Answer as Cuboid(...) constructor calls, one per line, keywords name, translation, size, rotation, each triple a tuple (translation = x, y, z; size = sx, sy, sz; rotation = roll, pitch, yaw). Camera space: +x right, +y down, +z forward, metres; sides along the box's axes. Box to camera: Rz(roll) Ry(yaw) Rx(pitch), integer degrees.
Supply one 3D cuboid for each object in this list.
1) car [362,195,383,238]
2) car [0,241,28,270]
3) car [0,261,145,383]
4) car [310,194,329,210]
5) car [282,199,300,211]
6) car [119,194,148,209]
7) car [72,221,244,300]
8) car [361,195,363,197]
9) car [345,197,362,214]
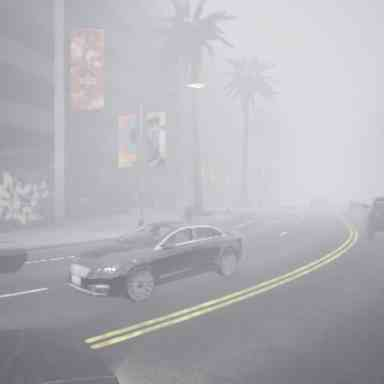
Cuboid(name="car", translation=(10.328, 1.244, 17.407), size=(2.150, 2.045, 5.566), rotation=(0, 0, 26))
Cuboid(name="car", translation=(-6.644, 1.667, 7.905), size=(4.718, 1.301, 1.895), rotation=(0, 0, -37))
Cuboid(name="car", translation=(-3.009, 1.571, 1.670), size=(5.357, 1.411, 2.033), rotation=(0, 0, -35))
Cuboid(name="car", translation=(17.365, 1.323, 45.393), size=(2.150, 2.045, 5.566), rotation=(0, 0, 21))
Cuboid(name="car", translation=(12.917, 1.641, 43.515), size=(1.812, 1.442, 4.674), rotation=(0, 0, 21))
Cuboid(name="car", translation=(-8.361, 1.262, 47.254), size=(2.435, 2.045, 5.566), rotation=(0, 0, 21))
Cuboid(name="car", translation=(-0.639, 1.531, 8.535), size=(2.128, 1.511, 4.902), rotation=(0, 0, 45))
Cuboid(name="car", translation=(37.319, 1.457, 69.454), size=(2.185, 1.767, 4.553), rotation=(0, 0, 21))
Cuboid(name="car", translation=(17.638, 1.566, 35.690), size=(1.837, 1.490, 4.892), rotation=(0, 0, 21))
